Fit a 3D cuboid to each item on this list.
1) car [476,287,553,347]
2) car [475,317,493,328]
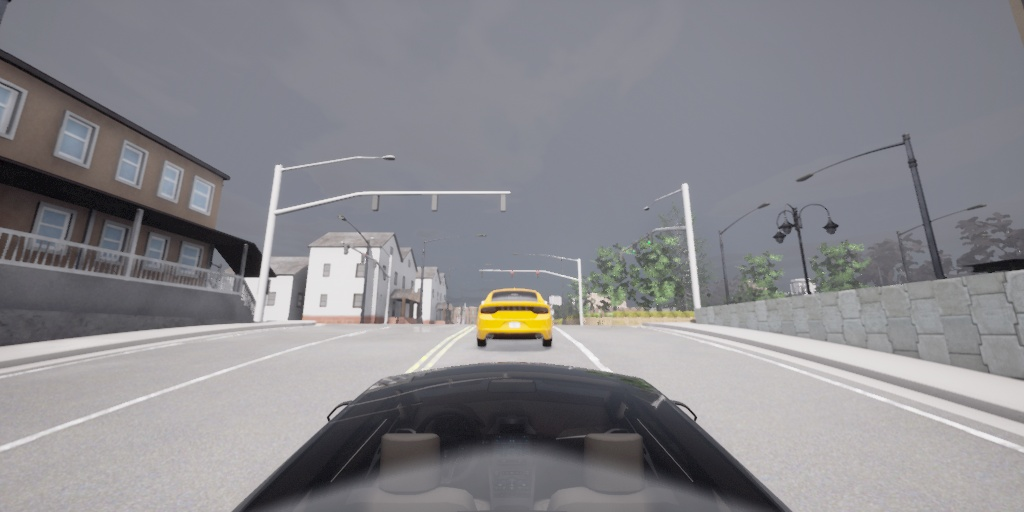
[{"bbox_3d":[0.073,1.726,10.660,1.882,1.535,5.008,0,-7,0],"label":"car"},{"bbox_3d":[-3.580,8.752,46.856,1.895,1.301,4.718,0,-12,0],"label":"car"}]
